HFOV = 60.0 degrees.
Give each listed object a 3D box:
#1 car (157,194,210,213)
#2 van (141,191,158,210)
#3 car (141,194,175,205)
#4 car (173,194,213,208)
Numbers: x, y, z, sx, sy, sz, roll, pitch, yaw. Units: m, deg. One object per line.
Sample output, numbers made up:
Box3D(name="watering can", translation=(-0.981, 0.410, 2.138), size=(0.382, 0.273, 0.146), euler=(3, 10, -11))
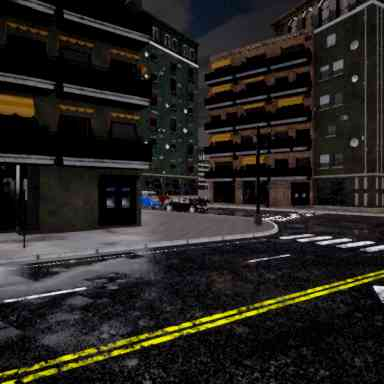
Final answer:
Box3D(name="car", translation=(-0.561, 1.138, 29.305), size=(4.403, 1.369, 2.008), euler=(1, 0, 37))
Box3D(name="van", translation=(-4.977, 0.817, 32.619), size=(3.998, 1.788, 1.690), euler=(1, 0, 37))
Box3D(name="car", translation=(-4.355, 0.962, 42.617), size=(4.206, 1.307, 1.802), euler=(1, 0, 37))
Box3D(name="car", translation=(0.068, 1.041, 39.304), size=(4.403, 1.369, 2.008), euler=(1, 0, 37))
